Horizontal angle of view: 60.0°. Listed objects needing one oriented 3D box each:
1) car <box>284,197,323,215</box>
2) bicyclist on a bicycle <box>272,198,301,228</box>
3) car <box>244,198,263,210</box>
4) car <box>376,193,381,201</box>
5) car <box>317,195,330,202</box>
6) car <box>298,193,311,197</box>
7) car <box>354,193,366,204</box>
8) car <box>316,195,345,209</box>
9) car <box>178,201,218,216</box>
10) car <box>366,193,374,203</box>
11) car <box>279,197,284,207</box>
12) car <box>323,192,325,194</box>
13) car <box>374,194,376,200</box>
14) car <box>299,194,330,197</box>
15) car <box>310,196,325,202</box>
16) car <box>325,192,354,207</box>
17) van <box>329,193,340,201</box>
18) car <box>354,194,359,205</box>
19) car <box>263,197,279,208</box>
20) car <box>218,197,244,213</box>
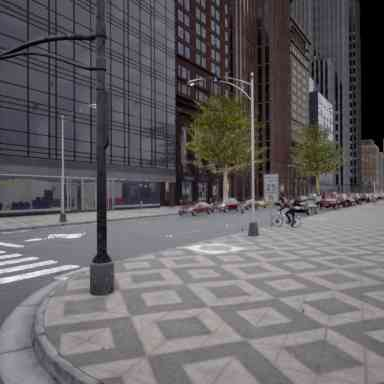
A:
[{"bbox_3d":[10.625,1.424,31.557,1.947,1.339,4.313,0,0,35],"label":"car"},{"bbox_3d":[5.202,1.177,18.439,1.656,1.620,0.582,-1,0,35],"label":"bicyclist on a bicycle"},{"bbox_3d":[6.797,1.494,41.038,1.802,1.307,4.206,0,0,35],"label":"car"},{"bbox_3d":[42.565,1.358,78.027,1.802,1.307,4.206,-1,0,35],"label":"car"},{"bbox_3d":[29.158,1.426,73.570,1.802,1.307,4.206,0,0,35],"label":"car"},{"bbox_3d":[19.574,1.415,59.628,1.887,1.381,4.507,0,0,35],"label":"car"},{"bbox_3d":[26.594,1.117,54.793,2.192,1.841,5.009,0,0,35],"label":"car"},{"bbox_3d":[17.013,1.377,40.852,1.887,1.381,4.507,0,0,35],"label":"car"},{"bbox_3d":[0.408,1.524,31.743,1.802,1.307,4.206,0,0,35],"label":"car"},{"bbox_3d":[32.982,1.099,64.087,2.192,1.841,5.009,0,0,35],"label":"car"},{"bbox_3d":[13.186,1.455,50.334,1.947,1.339,4.313,0,0,35],"label":"car"},{"bbox_3d":[22.124,1.051,52.827,2.150,2.045,5.566,-1,0,35],"label":"car"},{"bbox_3d":[36.273,1.302,68.873,1.752,1.417,4.829,-1,0,35],"label":"car"},{"bbox_3d":[16.441,1.339,44.558,2.128,1.511,4.902,-1,0,35],"label":"car"},{"bbox_3d":[25.964,1.417,68.924,1.947,1.339,4.313,0,0,35],"label":"car"},{"bbox_3d":[20.206,1.136,45.500,2.192,1.841,5.009,0,0,35],"label":"car"},{"bbox_3d":[35.544,1.185,82.867,1.690,1.788,3.998,-1,0,35],"label":"van"},{"bbox_3d":[23.401,1.377,50.145,1.947,1.339,4.313,0,0,35],"label":"car"},{"bbox_3d":[9.895,1.425,45.545,1.752,1.417,4.829,0,0,35],"label":"car"},{"bbox_3d":[3.601,1.366,36.390,1.967,1.590,4.097,0,0,35],"label":"car"}]
